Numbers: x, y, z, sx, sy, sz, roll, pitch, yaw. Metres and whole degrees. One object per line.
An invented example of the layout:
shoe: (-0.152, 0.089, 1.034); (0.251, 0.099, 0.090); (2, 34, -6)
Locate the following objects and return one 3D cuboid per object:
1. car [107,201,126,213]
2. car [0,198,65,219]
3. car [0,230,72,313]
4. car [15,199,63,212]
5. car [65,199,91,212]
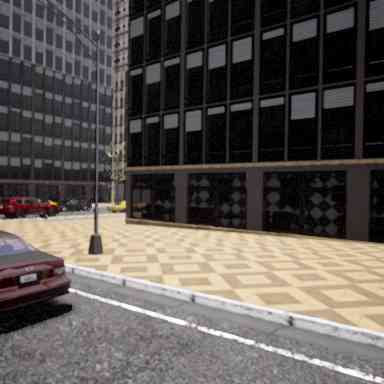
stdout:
car: (-7.693, 1.731, 39.096); (1.752, 1.417, 4.829); (1, 0, 37)
car: (-14.518, 1.419, 29.905); (2.192, 1.841, 5.009); (1, 0, 37)
car: (-4.857, 1.516, 7.172); (5.357, 1.411, 2.033); (0, 0, 35)
car: (-17.987, 1.515, 39.291); (1.752, 1.417, 4.829); (1, 0, 37)
car: (-14.424, 1.567, 39.725); (1.837, 1.490, 4.892); (1, 0, 37)
